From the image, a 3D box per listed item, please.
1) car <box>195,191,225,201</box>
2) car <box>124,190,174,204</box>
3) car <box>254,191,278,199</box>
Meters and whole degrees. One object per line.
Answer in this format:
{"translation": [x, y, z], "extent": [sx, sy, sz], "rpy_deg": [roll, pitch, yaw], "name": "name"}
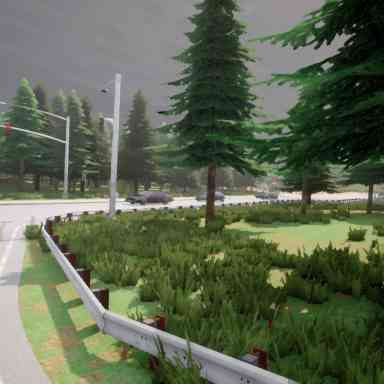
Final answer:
{"translation": [2.341, 0.519, 41.120], "extent": [1.812, 1.442, 4.674], "rpy_deg": [5, 3, 39], "name": "car"}
{"translation": [-4.106, 0.542, 33.143], "extent": [2.033, 1.411, 5.357], "rpy_deg": [5, 3, 39], "name": "car"}
{"translation": [12.004, 0.521, 53.490], "extent": [2.033, 1.411, 5.357], "rpy_deg": [5, 3, 37], "name": "car"}
